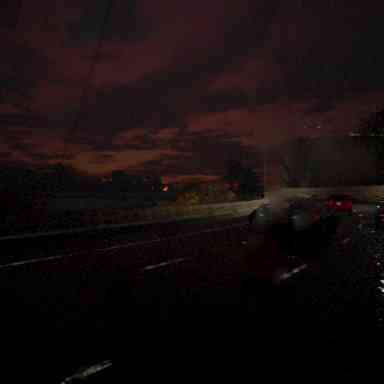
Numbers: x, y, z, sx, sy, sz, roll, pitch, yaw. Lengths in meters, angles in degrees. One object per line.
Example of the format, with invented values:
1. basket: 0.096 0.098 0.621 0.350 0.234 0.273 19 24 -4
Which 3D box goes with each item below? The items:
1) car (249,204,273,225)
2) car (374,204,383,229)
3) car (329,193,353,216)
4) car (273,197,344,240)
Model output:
1. car: 5.464 1.485 22.628 1.994 1.385 4.181 0 0 31
2. car: 12.490 1.477 20.733 1.812 1.442 4.674 0 0 31
3. car: 14.256 1.131 32.172 2.150 2.045 5.566 0 0 25
4. car: 6.042 1.299 16.933 2.097 1.767 4.553 0 0 34
